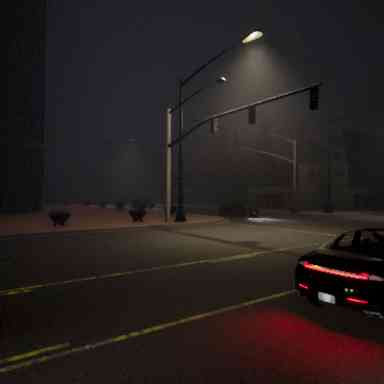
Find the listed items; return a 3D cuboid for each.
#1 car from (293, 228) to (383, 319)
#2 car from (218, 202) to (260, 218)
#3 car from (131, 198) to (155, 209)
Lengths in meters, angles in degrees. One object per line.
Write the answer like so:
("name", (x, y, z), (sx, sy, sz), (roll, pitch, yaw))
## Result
("car", (4.150, 1.494, 6.762), (4.902, 1.511, 2.128), (0, 0, -35))
("car", (4.251, 1.612, 30.505), (1.994, 1.385, 4.181), (1, 0, -35))
("car", (-6.945, 1.577, 46.559), (1.812, 1.442, 4.674), (1, -1, -35))
